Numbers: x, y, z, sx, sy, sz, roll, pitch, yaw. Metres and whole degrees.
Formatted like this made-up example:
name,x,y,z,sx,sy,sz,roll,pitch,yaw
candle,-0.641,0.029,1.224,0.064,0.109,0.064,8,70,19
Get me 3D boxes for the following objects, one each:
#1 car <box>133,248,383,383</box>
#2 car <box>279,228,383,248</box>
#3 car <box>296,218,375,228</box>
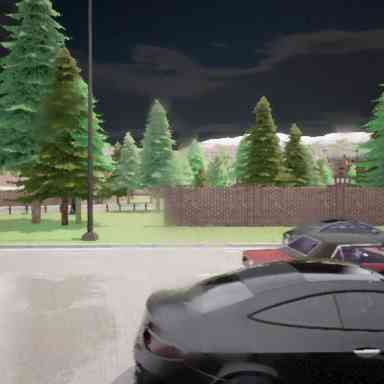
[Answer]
name,x,y,z,sx,sy,sz,roll,pitch,yaw
car,1.720,1.526,3.684,4.674,1.442,1.812,0,0,-2
car,3.562,1.600,7.245,4.718,1.301,1.895,0,0,-2
car,5.060,1.563,10.794,4.181,1.385,1.994,0,0,-2
